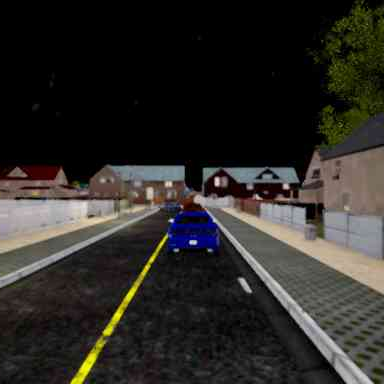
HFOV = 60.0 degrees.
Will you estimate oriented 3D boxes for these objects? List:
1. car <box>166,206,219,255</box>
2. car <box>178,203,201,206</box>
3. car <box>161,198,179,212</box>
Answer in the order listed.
[{"bbox_3d":[0.058,1.564,13.787,1.882,1.535,5.008,0,0,0],"label":"car"},{"bbox_3d":[0.062,1.655,28.679,1.882,1.535,5.008,0,0,0],"label":"car"},{"bbox_3d":[-2.785,1.613,42.386,2.097,1.767,4.553,0,0,1],"label":"car"}]
